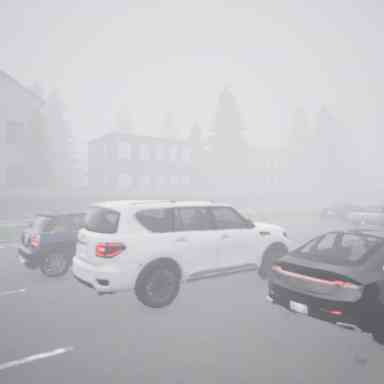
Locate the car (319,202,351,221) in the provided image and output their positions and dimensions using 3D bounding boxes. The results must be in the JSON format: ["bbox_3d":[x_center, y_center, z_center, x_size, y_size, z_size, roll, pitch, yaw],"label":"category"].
[{"bbox_3d":[11.399,1.437,24.770,4.181,1.385,1.994,0,0,-35],"label":"car"}]

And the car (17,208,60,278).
[{"bbox_3d":[-2.803,1.332,10.346,4.553,1.767,2.097,0,0,-35],"label":"car"}]

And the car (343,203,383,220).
[{"bbox_3d":[11.806,1.484,20.761,4.718,1.301,1.895,0,0,-35],"label":"car"}]

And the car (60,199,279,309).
[{"bbox_3d":[0.037,1.196,8.071,5.566,2.045,2.150,0,0,-35],"label":"car"}]

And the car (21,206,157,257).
[{"bbox_3d":[-4.094,1.453,13.720,5.008,1.535,1.882,0,0,-35],"label":"car"}]

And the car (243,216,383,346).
[{"bbox_3d":[3.531,1.457,6.264,4.902,1.511,2.128,0,0,-35],"label":"car"}]
